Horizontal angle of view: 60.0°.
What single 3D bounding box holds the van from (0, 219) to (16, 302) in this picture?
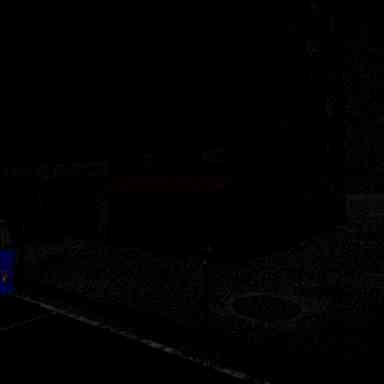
[{"bbox_3d":[-5.310,1.340,6.876,3.998,1.788,1.690,0,0,36],"label":"van"}]
